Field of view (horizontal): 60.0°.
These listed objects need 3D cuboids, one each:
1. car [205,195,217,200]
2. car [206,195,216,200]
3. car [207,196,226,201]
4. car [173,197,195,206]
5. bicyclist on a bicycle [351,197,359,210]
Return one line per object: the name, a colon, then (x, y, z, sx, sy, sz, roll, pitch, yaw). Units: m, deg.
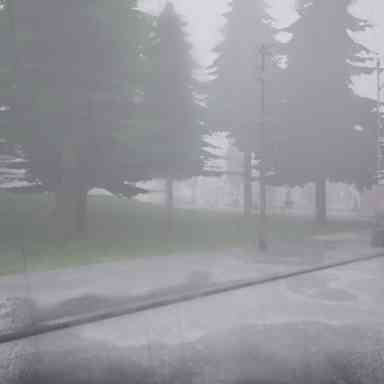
car: (5.270, 1.510, 94.048, 1.845, 1.501, 3.633, 0, 0, -24)
car: (6.563, 1.596, 91.566, 4.536, 1.218, 1.853, 0, 0, -6)
car: (6.614, 1.754, 91.571, 4.974, 1.542, 2.038, 0, 0, -6)
car: (-1.401, 1.549, 55.234, 1.837, 1.490, 4.892, 0, 0, -35)
bicyclist on a bicycle: (19.653, 1.403, 40.057, 1.656, 1.620, 0.582, 0, 0, -36)
